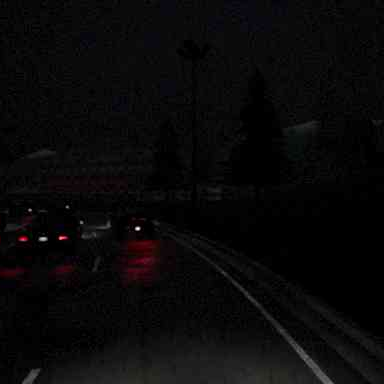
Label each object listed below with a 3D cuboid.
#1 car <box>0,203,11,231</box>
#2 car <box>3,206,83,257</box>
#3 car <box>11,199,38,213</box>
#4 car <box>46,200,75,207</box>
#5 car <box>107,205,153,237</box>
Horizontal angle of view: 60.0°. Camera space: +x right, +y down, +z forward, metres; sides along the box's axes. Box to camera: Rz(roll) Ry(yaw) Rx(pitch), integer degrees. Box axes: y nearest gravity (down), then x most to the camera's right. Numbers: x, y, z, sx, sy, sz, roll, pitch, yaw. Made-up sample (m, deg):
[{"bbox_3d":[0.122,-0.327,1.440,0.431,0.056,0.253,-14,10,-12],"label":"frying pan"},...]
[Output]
[{"bbox_3d":[-10.882,1.454,17.202,1.882,1.535,5.008,0,0,-22],"label":"car"},{"bbox_3d":[-5.341,1.521,12.867,2.033,1.411,5.357,0,0,-15],"label":"car"},{"bbox_3d":[-16.843,1.447,33.010,1.837,1.490,4.892,0,0,-42],"label":"car"},{"bbox_3d":[-13.845,1.489,34.871,1.994,1.385,4.181,0,0,-42],"label":"car"},{"bbox_3d":[-3.387,1.454,17.901,1.837,1.490,4.892,0,0,-20],"label":"car"}]
